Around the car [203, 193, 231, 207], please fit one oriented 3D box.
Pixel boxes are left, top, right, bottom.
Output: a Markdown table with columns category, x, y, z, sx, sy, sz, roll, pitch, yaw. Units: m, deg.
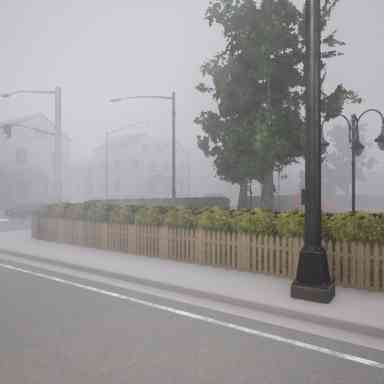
| category | x | y | z | sx | sy | sz | roll | pitch | yaw |
| --- | --- | --- | --- | --- | --- | --- | --- | --- | --- |
| car | 3.548 | 1.221 | 48.156 | 2.150 | 2.045 | 5.566 | 0 | 0 | 35 |

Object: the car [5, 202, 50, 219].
| category | x | y | z | sx | sy | sz | roll | pitch | yaw |
| --- | --- | --- | --- | --- | --- | --- | --- | --- | --- |
| car | -14.016 | 1.564 | 29.263 | 1.994 | 1.385 | 4.181 | 0 | 0 | 35 |

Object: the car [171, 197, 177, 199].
| category | x | y | z | sx | sy | sz | roll | pitch | yaw |
| --- | --- | --- | --- | --- | --- | --- | --- | --- | --- |
| car | -2.685 | 1.477 | 45.502 | 1.882 | 1.535 | 5.008 | 0 | 0 | 35 |
